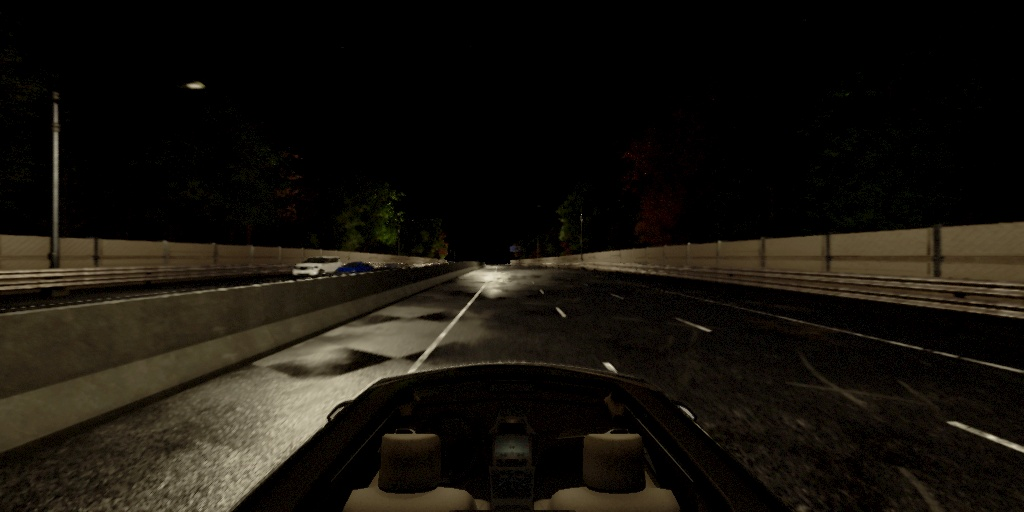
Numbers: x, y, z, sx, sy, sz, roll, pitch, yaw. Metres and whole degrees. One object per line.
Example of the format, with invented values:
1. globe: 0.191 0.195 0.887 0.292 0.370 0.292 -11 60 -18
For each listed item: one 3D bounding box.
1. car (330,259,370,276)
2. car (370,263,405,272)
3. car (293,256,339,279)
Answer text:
1. car: -14.320 1.283 32.946 1.882 1.535 5.008 0 -1 -1
2. car: -10.815 1.363 32.369 1.994 1.385 4.181 0 0 -1
3. car: -17.823 1.035 33.247 2.150 2.045 5.566 0 -1 -1
